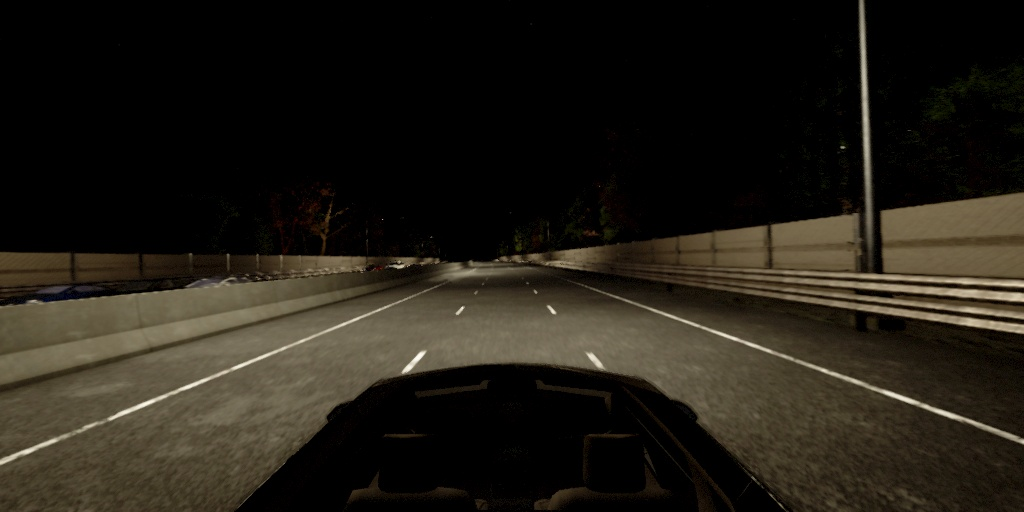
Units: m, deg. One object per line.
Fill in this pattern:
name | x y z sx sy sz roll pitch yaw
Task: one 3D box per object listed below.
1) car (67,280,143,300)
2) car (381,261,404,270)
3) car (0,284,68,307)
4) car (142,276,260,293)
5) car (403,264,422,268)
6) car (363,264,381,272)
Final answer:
car | -17.945 1.874 17.808 1.882 1.535 5.008 -2 0 -1
car | -19.066 1.904 58.690 2.150 2.045 5.566 -2 0 -2
car | -21.429 2.063 17.258 1.994 1.385 4.181 -2 0 -1
car | -14.440 1.780 17.576 2.128 1.511 4.902 -2 0 -1
car | -15.542 2.046 58.059 1.882 1.535 5.008 -2 0 -2
car | -22.564 2.138 58.626 2.097 1.767 4.553 -2 0 -2
